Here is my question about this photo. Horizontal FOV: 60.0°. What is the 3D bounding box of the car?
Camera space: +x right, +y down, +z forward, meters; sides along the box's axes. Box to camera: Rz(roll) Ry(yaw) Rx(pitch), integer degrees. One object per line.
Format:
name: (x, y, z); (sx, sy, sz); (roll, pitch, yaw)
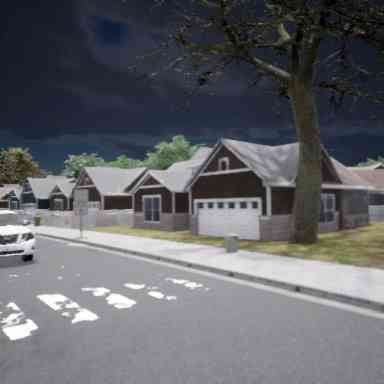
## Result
car: (-8.386, 1.776, 13.993); (2.150, 2.045, 5.566); (1, -2, -41)
